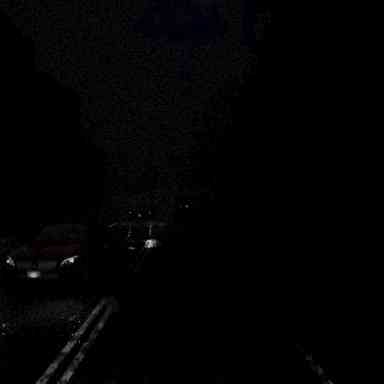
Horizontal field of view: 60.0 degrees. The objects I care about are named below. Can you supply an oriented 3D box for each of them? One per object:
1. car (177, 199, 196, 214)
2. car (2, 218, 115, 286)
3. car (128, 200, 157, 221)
[{"bbox_3d":[-0.556,1.358,33.310,2.033,1.411,5.357,0,1,-2],"label":"car"},{"bbox_3d":[-3.459,1.519,9.530,1.812,1.442,4.674,0,0,-1],"label":"car"},{"bbox_3d":[-3.787,1.397,26.040,1.837,1.490,4.892,0,0,-2],"label":"car"}]
